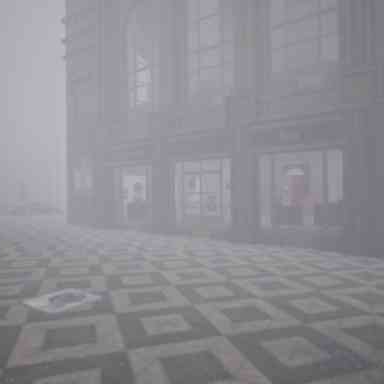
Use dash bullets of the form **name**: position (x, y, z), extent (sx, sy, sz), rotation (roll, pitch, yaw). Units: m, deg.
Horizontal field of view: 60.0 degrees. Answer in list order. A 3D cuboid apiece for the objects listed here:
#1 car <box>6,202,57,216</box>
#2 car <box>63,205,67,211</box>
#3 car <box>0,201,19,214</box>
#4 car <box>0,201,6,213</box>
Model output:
- **car**: position (-15.386, 1.620, 32.659), extent (1.947, 1.339, 4.313), rotation (-1, -1, 35)
- **car**: position (-12.012, 1.605, 37.423), extent (1.752, 1.417, 4.829), rotation (-1, -1, 35)
- **car**: position (-22.324, 1.745, 37.610), extent (2.008, 1.369, 4.403), rotation (-1, -1, 35)
- **car**: position (-18.664, 1.584, 28.032), extent (2.008, 1.369, 4.403), rotation (-1, -1, 35)
